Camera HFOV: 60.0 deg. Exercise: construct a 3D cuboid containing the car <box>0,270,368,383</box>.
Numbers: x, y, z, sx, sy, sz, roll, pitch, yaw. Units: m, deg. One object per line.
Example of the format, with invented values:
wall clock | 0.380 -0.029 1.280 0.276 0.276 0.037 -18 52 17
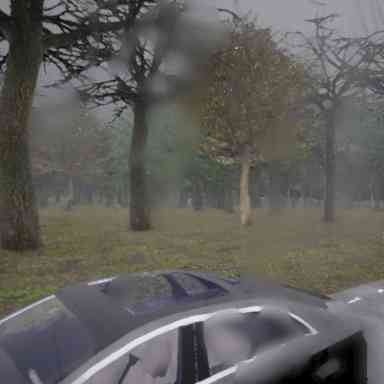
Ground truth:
car | -0.582 1.498 2.530 4.902 1.511 2.128 1 0 -35
